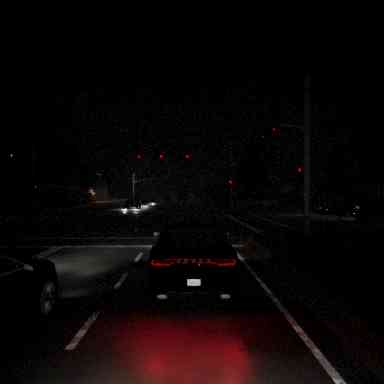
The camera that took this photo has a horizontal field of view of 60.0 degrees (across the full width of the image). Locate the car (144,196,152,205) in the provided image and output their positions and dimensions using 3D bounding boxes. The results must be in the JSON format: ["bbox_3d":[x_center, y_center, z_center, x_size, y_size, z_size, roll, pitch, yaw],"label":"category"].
[{"bbox_3d":[-8.558,1.598,57.162,1.895,1.301,4.718,0,0,-1],"label":"car"}]

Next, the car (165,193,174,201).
[{"bbox_3d":[-5.705,1.266,85.229,2.097,1.767,4.553,0,0,-1],"label":"car"}]

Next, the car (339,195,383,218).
[{"bbox_3d":[15.827,1.351,29.074,4.553,1.767,2.097,0,0,-2],"label":"car"}]

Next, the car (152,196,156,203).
[{"bbox_3d":[-8.860,1.522,71.851,2.128,1.511,4.902,0,0,-1],"label":"car"}]

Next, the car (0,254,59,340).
[{"bbox_3d":[-3.468,1.491,4.469,2.128,1.511,4.902,0,0,0],"label":"car"}]

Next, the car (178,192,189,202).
[{"bbox_3d":[-1.933,1.216,74.774,2.150,2.045,5.566,0,0,-1],"label":"car"}]

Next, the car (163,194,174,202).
[{"bbox_3d":[-5.430,1.529,74.624,2.033,1.411,5.357,0,0,-1],"label":"car"}]

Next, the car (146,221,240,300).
[{"bbox_3d":[0.000,1.477,8.461,1.882,1.535,5.008,0,0,-1],"label":"car"}]

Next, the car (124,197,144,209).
[{"bbox_3d":[-8.285,1.524,46.500,1.812,1.442,4.674,0,0,-1],"label":"car"}]

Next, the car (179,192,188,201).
[{"bbox_3d":[-2.208,1.136,85.378,2.150,2.045,5.566,0,0,-1],"label":"car"}]

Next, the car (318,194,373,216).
[{"bbox_3d":[15.332,1.219,32.564,5.566,2.045,2.150,0,0,-2],"label":"car"}]
